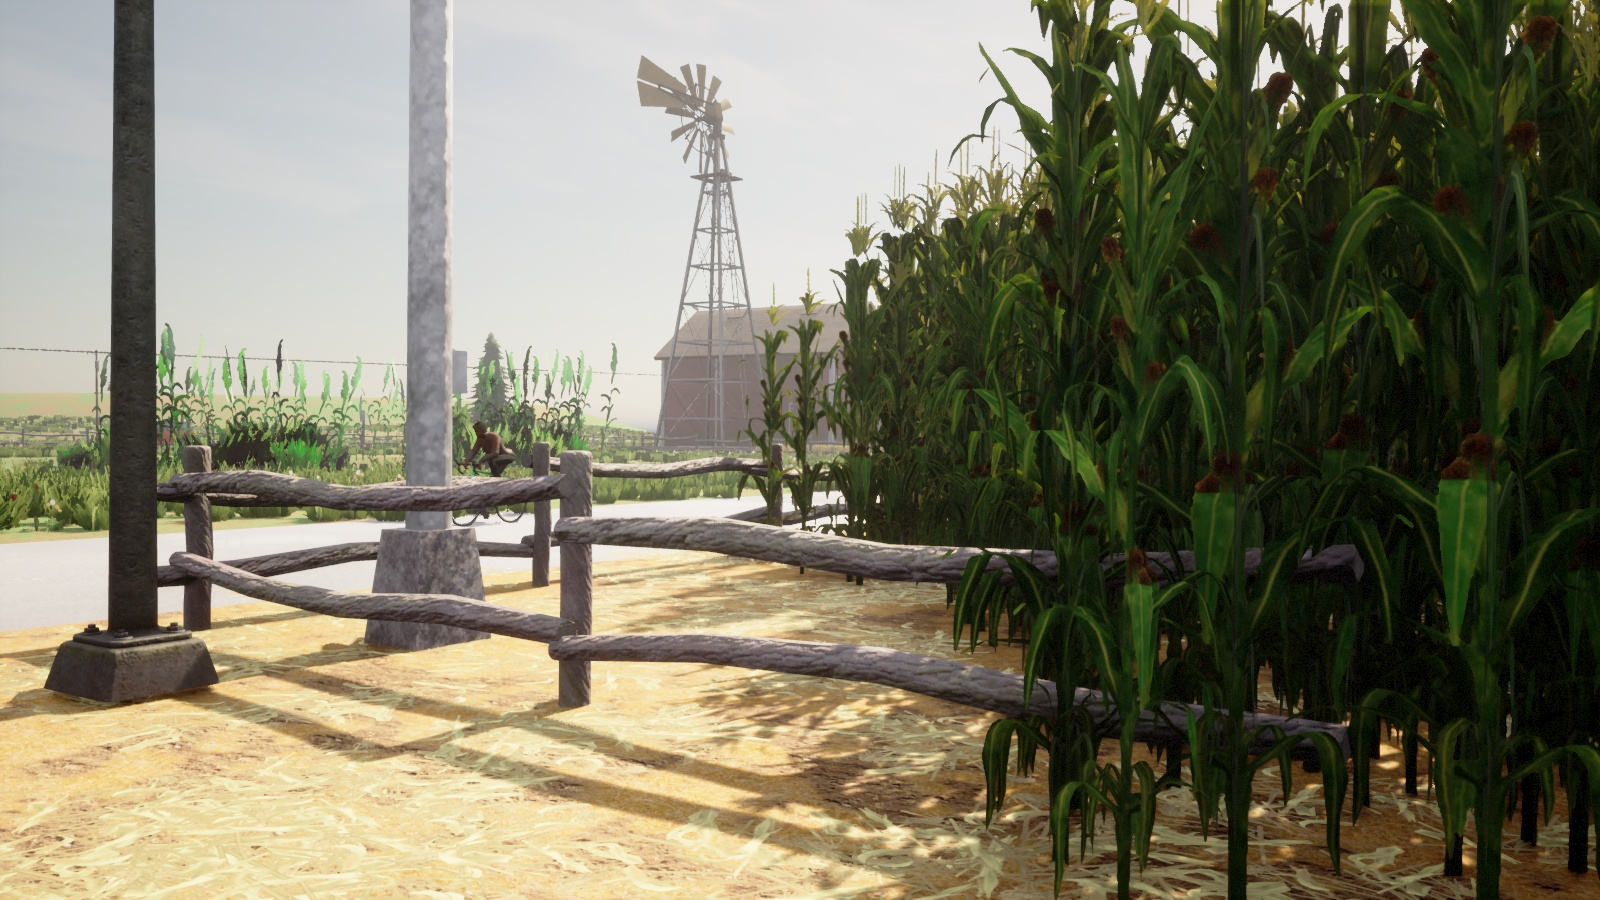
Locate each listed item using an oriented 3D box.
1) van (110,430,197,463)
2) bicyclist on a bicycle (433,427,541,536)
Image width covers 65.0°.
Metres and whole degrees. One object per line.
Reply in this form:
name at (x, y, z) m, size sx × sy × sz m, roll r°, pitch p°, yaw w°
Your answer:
van at (-40.550, -0.225, 78.845) m, size 1.775 × 1.987 × 4.442 m, roll 0°, pitch 1°, yaw 39°
bicyclist on a bicycle at (-4.861, 0.461, 19.586) m, size 0.582 × 1.620 × 1.656 m, roll 0°, pitch 1°, yaw 33°
